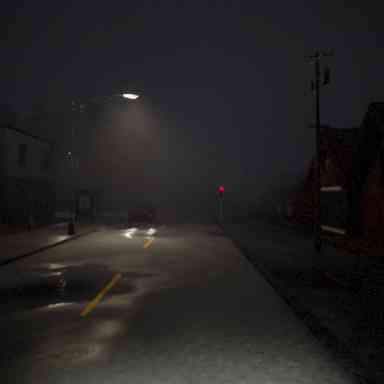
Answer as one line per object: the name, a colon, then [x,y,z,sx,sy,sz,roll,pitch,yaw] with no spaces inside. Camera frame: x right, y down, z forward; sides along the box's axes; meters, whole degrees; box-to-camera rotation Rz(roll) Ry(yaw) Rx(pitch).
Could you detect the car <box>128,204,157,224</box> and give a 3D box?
car: [-4.042,1.789,27.789,1.882,1.535,5.008,0,-1,0]
